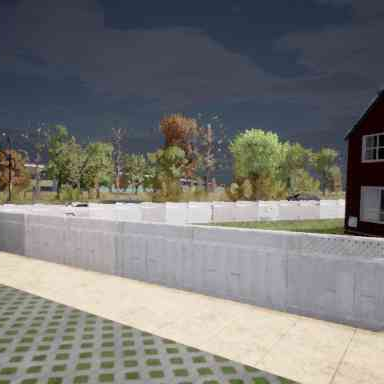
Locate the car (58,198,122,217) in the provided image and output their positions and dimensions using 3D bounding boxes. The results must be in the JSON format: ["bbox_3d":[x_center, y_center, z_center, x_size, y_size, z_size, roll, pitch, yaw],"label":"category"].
[{"bbox_3d":[-8.273,1.491,26.478,4.674,1.442,1.812,0,2,-18],"label":"car"}]

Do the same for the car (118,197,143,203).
[{"bbox_3d":[-7.971,1.206,36.992,4.718,1.301,1.895,0,2,-18],"label":"car"}]

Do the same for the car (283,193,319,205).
[{"bbox_3d":[14.522,0.973,44.455,4.892,1.490,1.837,0,2,-18],"label":"car"}]
